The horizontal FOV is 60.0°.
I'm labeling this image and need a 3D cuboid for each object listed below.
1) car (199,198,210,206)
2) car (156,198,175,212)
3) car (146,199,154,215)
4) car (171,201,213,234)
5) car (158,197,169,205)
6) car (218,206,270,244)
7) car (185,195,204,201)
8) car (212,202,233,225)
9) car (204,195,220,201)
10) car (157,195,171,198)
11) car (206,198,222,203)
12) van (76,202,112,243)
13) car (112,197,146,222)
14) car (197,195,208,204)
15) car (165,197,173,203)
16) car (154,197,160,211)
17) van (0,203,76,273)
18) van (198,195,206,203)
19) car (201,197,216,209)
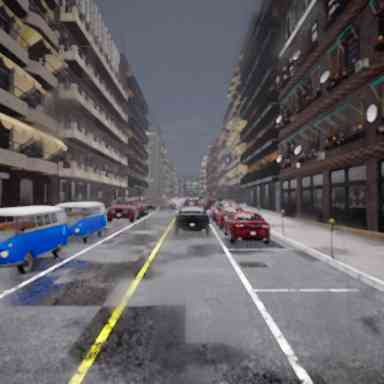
[{"bbox_3d":[2.303,1.801,60.242,1.802,1.307,4.206,1,0,0],"label":"car"},{"bbox_3d":[-2.913,1.733,40.495,1.895,1.301,4.718,0,0,0],"label":"car"},{"bbox_3d":[-5.422,1.420,32.614,2.192,1.841,5.009,1,0,0],"label":"car"},{"bbox_3d":[0.015,1.528,19.494,1.882,1.535,5.008,0,0,0],"label":"car"},{"bbox_3d":[-5.566,1.806,65.796,1.887,1.381,4.507,1,0,0],"label":"car"},{"bbox_3d":[2.522,1.581,15.994,1.887,1.381,4.507,1,0,0],"label":"car"},{"bbox_3d":[-0.057,1.469,37.917,2.097,1.767,4.553,0,0,0],"label":"car"},{"bbox_3d":[2.499,1.599,21.524,1.887,1.381,4.507,1,0,0],"label":"car"},{"bbox_3d":[2.401,1.429,38.118,2.192,1.841,5.009,1,0,0],"label":"car"},{"bbox_3d":[-5.538,1.546,60.266,2.192,1.841,5.009,1,0,0],"label":"car"},{"bbox_3d":[2.486,1.513,27.056,1.967,1.590,4.097,1,0,0],"label":"car"},{"bbox_3d":[-5.354,1.390,16.024,1.690,1.788,3.998,1,0,0],"label":"van"},{"bbox_3d":[-5.399,1.400,27.084,2.192,1.841,5.009,1,0,0],"label":"car"},{"bbox_3d":[2.262,1.598,71.306,2.192,1.841,5.009,1,0,0],"label":"car"},{"bbox_3d":[-5.636,1.948,82.389,1.802,1.307,4.206,1,0,0],"label":"car"},{"bbox_3d":[-5.474,1.715,43.676,1.947,1.339,4.313,1,0,0],"label":"car"},{"bbox_3d":[-5.331,1.373,10.492,1.690,1.788,3.998,1,0,0],"label":"van"},{"bbox_3d":[2.239,1.659,76.838,1.690,1.788,3.998,1,0,0],"label":"van"},{"bbox_3d":[2.352,1.603,49.181,1.967,1.590,4.097,1,0,0],"label":"car"}]
